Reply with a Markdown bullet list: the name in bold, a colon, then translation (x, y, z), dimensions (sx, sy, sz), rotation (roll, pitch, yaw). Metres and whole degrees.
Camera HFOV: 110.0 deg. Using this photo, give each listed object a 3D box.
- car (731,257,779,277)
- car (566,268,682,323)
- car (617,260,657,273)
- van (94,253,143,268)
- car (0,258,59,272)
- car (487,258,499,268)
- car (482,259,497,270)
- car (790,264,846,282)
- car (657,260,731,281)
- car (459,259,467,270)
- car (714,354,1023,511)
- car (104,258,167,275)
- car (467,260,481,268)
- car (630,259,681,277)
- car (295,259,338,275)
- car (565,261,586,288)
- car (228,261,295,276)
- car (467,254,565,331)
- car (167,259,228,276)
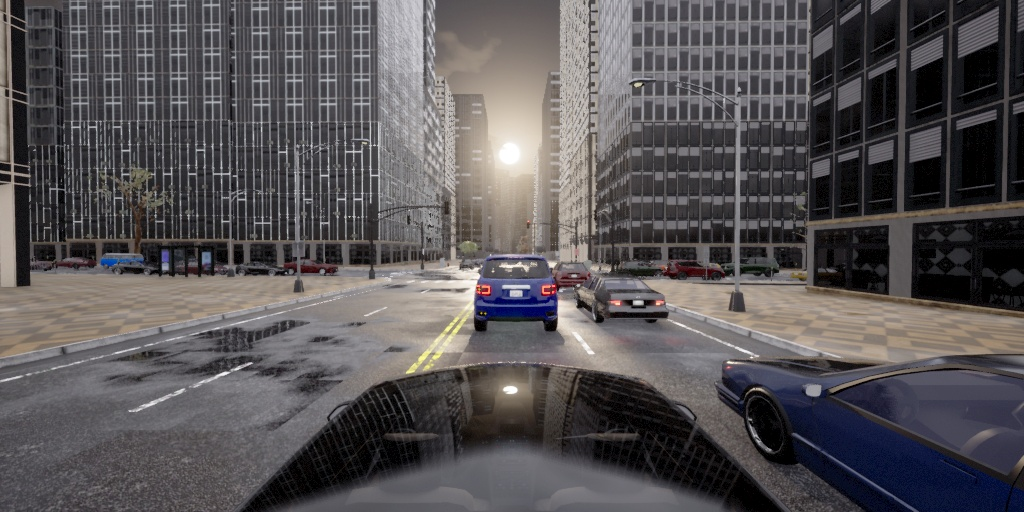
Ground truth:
- **car**: translation (24.900, 1.156, 37.730), dimensions (5.566, 2.045, 2.150), rotation (1, 1, 1)
- **car**: translation (3.354, 1.292, 12.054), dimensions (2.033, 1.411, 5.357), rotation (0, 0, 0)
- **car**: translation (12.500, 1.230, 34.747), dimensions (4.553, 1.767, 2.097), rotation (1, 1, 1)
- **van**: translation (-45.275, 0.603, 41.624), dimensions (3.998, 1.789, 1.690), rotation (0, 0, 1)
- **car**: translation (-49.111, 0.846, 35.953), dimensions (4.674, 1.442, 1.812), rotation (0, 1, 2)
- **car**: translation (-3.299, 1.178, 63.024), dimensions (1.882, 1.535, 5.008), rotation (0, 0, 0)
- **car**: translation (-3.319, 1.189, 53.411), dimensions (1.882, 1.535, 5.008), rotation (0, 0, 0)
- **car**: translation (27.651, 1.577, 31.908), dimensions (4.829, 1.417, 1.751), rotation (0, 0, 1)
- **car**: translation (16.203, 1.267, 32.108), dimensions (5.009, 1.841, 2.192), rotation (0, 0, 1)
- **car**: translation (-6.585, 1.218, 52.521), dimensions (1.837, 1.490, 4.892), rotation (0, 0, -1)
- **car**: translation (3.351, 1.297, 1.874), dimensions (2.033, 1.411, 5.357), rotation (0, 0, 1)
- **car**: translation (-34.087, 1.068, 32.959), dimensions (4.313, 1.339, 1.948), rotation (0, 0, 1)
- **car**: translation (-6.551, 1.301, 62.824), dimensions (1.895, 1.301, 4.718), rotation (0, 0, 0)
- **car**: translation (15.048, 1.200, 37.882), dimensions (4.553, 1.767, 2.097), rotation (0, 1, 0)
- **car**: translation (-19.755, 1.067, 35.296), dimensions (5.008, 1.535, 1.882), rotation (1, 1, 0)
- **car**: translation (3.355, 1.091, 21.461), dimensions (2.097, 1.767, 4.553), rotation (0, 0, 0)
- **car**: translation (-22.722, 1.172, 32.649), dimensions (4.313, 1.339, 1.948), rotation (0, 0, 1)
- **car**: translation (0.100, 0.967, 11.052), dimensions (2.150, 2.045, 5.566), rotation (0, 0, 0)
- **car**: translation (-28.406, 1.136, 32.784), dimensions (4.207, 1.307, 1.802), rotation (0, 0, 1)
